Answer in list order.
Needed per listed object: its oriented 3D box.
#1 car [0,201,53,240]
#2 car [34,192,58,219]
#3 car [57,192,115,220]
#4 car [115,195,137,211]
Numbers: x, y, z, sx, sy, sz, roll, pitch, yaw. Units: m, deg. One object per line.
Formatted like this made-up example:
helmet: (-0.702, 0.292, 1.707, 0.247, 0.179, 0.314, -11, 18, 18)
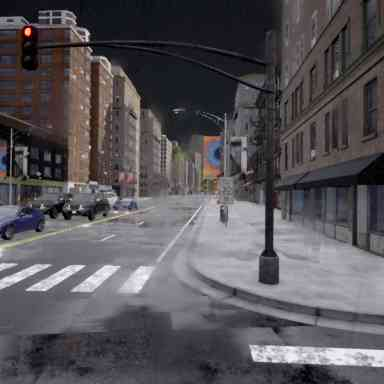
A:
car: (-8.964, 1.413, 16.460, 1.812, 1.442, 4.674, 1, 0, 2)
car: (-11.513, 1.056, 27.592, 2.150, 2.045, 5.566, 1, 0, 4)
car: (-8.320, 1.091, 26.731, 2.150, 2.045, 5.566, 1, 0, 4)
car: (-7.566, 1.381, 38.447, 1.812, 1.442, 4.674, 1, 0, 4)
